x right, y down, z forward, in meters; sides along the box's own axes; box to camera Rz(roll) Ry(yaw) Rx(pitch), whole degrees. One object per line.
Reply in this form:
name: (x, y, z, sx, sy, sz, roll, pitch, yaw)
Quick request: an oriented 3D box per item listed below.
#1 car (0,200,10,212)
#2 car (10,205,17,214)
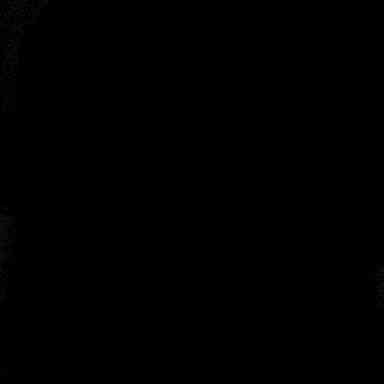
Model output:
car: (-19.347, 1.181, 29.145, 2.192, 1.841, 5.009, 0, -1, 36)
car: (-16.203, 1.524, 33.533, 1.802, 1.307, 4.206, 0, -1, 36)
